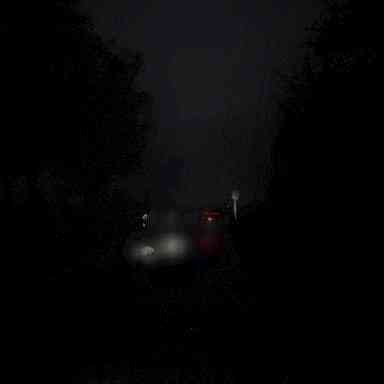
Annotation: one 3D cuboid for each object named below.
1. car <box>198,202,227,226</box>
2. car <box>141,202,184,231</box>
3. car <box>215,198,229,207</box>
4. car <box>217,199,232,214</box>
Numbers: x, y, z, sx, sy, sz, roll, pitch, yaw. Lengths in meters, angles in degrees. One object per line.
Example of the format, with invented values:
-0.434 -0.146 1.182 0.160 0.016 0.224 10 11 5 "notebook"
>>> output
1.534 1.713 25.216 1.837 1.490 4.892 0 -1 6 "car"
-1.795 1.491 21.397 2.097 1.767 4.553 0 -1 5 "car"
6.023 2.026 65.460 1.895 1.301 4.718 2 2 15 "car"
3.919 1.857 42.402 2.097 1.767 4.553 1 -1 9 "car"
